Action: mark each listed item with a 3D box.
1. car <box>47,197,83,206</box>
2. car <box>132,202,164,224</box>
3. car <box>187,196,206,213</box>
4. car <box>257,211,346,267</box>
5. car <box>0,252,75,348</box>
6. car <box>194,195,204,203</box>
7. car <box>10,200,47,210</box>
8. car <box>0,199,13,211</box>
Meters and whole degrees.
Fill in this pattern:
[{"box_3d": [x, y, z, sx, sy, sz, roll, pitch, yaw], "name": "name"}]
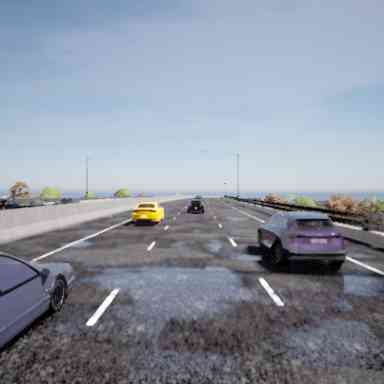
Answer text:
[{"box_3d": [-13.597, 1.380, 36.526, 2.097, 1.767, 4.553, 0, 0, 1], "name": "car"}, {"box_3d": [-3.199, 1.493, 24.843, 1.882, 1.535, 5.008, 0, 0, 1], "name": "car"}, {"box_3d": [0.464, 1.555, 37.877, 1.812, 1.442, 4.674, 0, 0, 1], "name": "car"}, {"box_3d": [3.543, 1.437, 11.500, 2.033, 1.649, 4.856, 0, 0, 0], "name": "car"}, {"box_3d": [-3.387, 1.547, 4.557, 2.033, 1.411, 5.357, 0, 0, 0], "name": "car"}, {"box_3d": [1.612, 1.500, 73.551, 2.097, 1.767, 4.553, 0, 0, 3], "name": "car"}, {"box_3d": [-17.115, 1.624, 35.981, 1.895, 1.301, 4.718, 0, 0, 1], "name": "car"}, {"box_3d": [-20.602, 1.543, 36.464, 1.837, 1.490, 4.892, 0, 0, 1], "name": "car"}]
